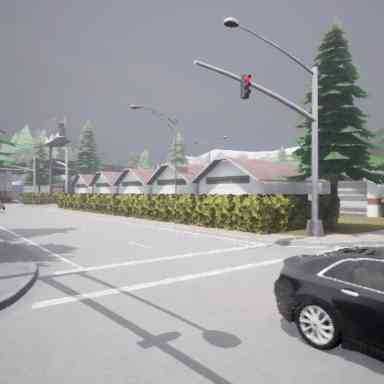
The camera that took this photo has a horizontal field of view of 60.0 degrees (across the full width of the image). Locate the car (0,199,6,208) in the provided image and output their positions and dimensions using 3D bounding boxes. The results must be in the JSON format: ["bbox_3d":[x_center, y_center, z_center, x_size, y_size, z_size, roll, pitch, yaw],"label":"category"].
[{"bbox_3d":[-21.383,1.338,35.974,1.812,1.442,4.674,0,0,-38],"label":"car"}]

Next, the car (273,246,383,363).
[{"bbox_3d":[3.327,1.577,4.196,1.837,1.490,4.892,0,1,-38],"label":"car"}]
